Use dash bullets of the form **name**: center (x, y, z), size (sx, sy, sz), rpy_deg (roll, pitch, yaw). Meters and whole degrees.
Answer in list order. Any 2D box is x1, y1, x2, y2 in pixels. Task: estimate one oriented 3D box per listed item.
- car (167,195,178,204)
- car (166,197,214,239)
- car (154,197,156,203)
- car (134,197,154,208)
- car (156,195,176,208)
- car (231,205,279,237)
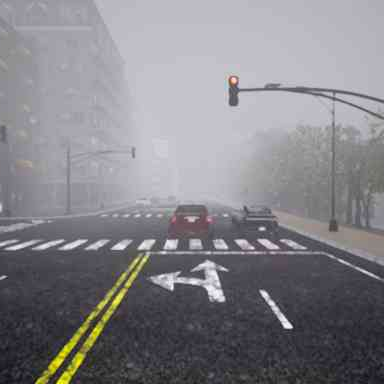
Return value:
- **car**: center (-3.663, 1.409, 62.404), size (1.837, 1.490, 4.892), rpy_deg (0, 0, 0)
- **car**: center (-0.022, 1.322, 17.274), size (2.097, 1.767, 4.553), rpy_deg (0, 0, 0)
- **car**: center (-6.911, 1.505, 62.312), size (1.895, 1.301, 4.718), rpy_deg (0, 0, 0)
- **car**: center (-6.863, 1.448, 46.887), size (1.812, 1.442, 4.674), rpy_deg (0, 0, 0)
- **car**: center (-3.615, 1.523, 46.959), size (1.895, 1.301, 4.718), rpy_deg (0, 0, 0)
- **car**: center (3.232, 1.460, 17.732), size (2.128, 1.511, 4.902), rpy_deg (0, 0, 0)
